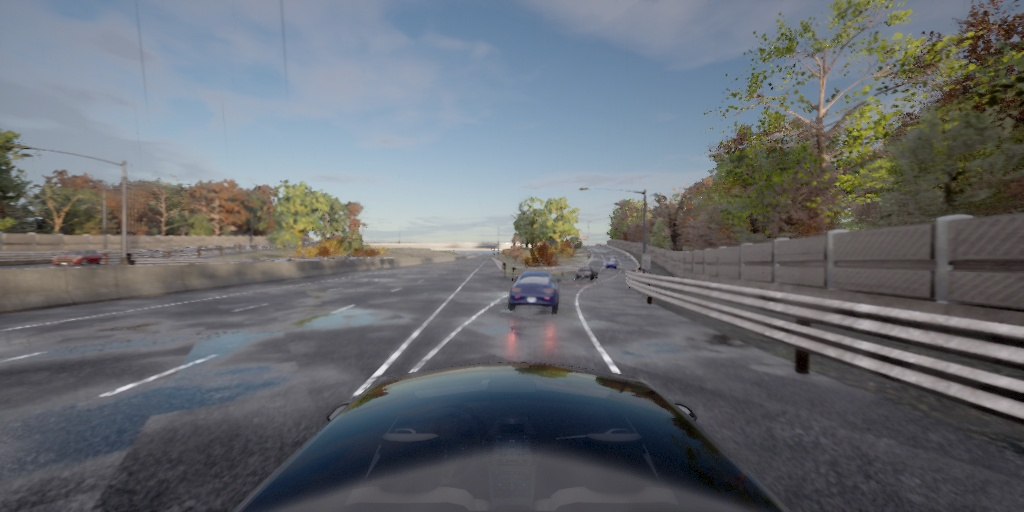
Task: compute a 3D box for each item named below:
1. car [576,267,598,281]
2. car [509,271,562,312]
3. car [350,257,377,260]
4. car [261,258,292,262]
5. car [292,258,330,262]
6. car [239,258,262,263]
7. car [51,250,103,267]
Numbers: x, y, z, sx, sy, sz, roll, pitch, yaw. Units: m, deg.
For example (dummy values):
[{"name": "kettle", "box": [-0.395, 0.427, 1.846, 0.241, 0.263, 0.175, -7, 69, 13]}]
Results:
[{"name": "car", "box": [8.295, 1.938, 39.425, 2.128, 1.511, 4.902, 1, -1, 22]}, {"name": "car", "box": [1.006, 1.335, 14.608, 1.812, 1.442, 4.674, 1, 0, 8]}, {"name": "car", "box": [-24.800, 1.168, 60.024, 1.895, 1.301, 4.718, 0, 0, -3]}, {"name": "car", "box": [-27.324, 1.057, 42.923, 1.812, 1.442, 4.674, 0, 0, -3]}, {"name": "car", "box": [-23.839, 1.038, 43.266, 1.882, 1.535, 5.008, 0, 0, -3]}, {"name": "car", "box": [-30.823, 0.994, 42.828, 2.128, 1.511, 4.902, 0, 0, -3]}, {"name": "car", "box": [-44.800, 0.131, 37.062, 2.097, 1.767, 4.553, 0, 1, -27]}]
